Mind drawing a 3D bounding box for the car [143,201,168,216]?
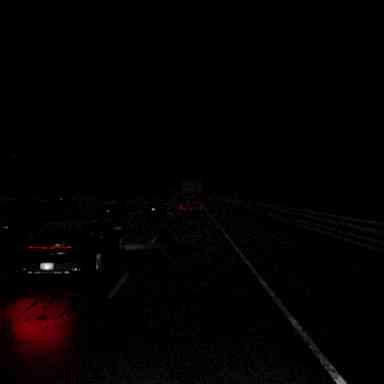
[{"bbox_3d":[-3.396,1.506,31.203,1.994,1.385,4.181,0,0,0],"label":"car"}]

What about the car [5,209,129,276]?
[{"bbox_3d":[-3.398,1.486,10.219,1.837,1.490,4.892,0,0,0],"label":"car"}]

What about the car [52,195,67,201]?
[{"bbox_3d":[-24.501,1.340,62.392,2.097,1.767,4.553,0,-1,0],"label":"car"}]

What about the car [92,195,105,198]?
[{"bbox_3d":[-17.507,1.341,62.567,2.097,1.767,4.553,0,-1,0],"label":"car"}]

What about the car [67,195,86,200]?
[{"bbox_3d":[-21.006,1.502,61.740,1.812,1.442,4.674,0,-1,0],"label":"car"}]

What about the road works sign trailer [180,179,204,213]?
[{"bbox_3d":[0.003,0.400,34.561,2.380,3.560,2.880,0,0,0],"label":"road works sign trailer"}]

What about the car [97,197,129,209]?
[{"bbox_3d":[-6.896,1.422,29.806,1.882,1.535,5.008,0,0,0],"label":"car"}]

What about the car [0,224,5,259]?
[{"bbox_3d":[-6.898,1.544,10.445,1.994,1.385,4.181,0,0,0],"label":"car"}]
